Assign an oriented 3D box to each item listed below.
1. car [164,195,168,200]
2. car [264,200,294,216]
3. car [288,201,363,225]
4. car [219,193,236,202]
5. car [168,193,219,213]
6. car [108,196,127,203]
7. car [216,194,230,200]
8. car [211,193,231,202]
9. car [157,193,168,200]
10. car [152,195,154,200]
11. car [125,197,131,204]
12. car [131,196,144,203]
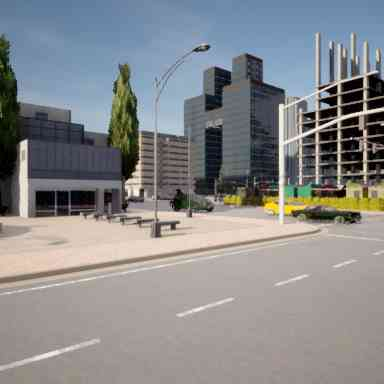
[{"bbox_3d":[-1.103,1.489,43.756,2.128,1.511,4.902,0,0,-38],"label":"car"},{"bbox_3d":[9.056,1.476,30.874,1.882,1.535,5.008,0,0,-39],"label":"car"},{"bbox_3d":[9.751,1.599,24.274,1.895,1.301,4.718,0,0,-38],"label":"car"},{"bbox_3d":[8.003,1.392,67.756,3.806,1.475,1.970,0,0,-40],"label":"car"},{"bbox_3d":[0.046,1.221,36.625,2.150,2.045,5.566,0,0,-38],"label":"car"},{"bbox_3d":[-15.228,1.502,67.713,1.837,1.490,4.892,0,0,-38],"label":"car"},{"bbox_3d":[8.798,1.390,94.140,3.806,1.475,1.970,0,0,-40],"label":"car"},{"bbox_3d":[6.165,1.152,69.992,3.866,1.878,1.905,0,0,-40],"label":"car"},{"bbox_3d":[-6.381,1.152,85.082,3.866,1.878,1.905,0,0,-40],"label":"car"},{"bbox_3d":[-8.185,1.150,87.346,4.605,1.855,1.932,0,0,-40],"label":"car"},{"bbox_3d":[-13.217,1.598,59.322,1.895,1.301,4.718,0,0,-38],"label":"car"},{"bbox_3d":[-11.717,1.488,68.910,2.128,1.511,4.902,0,0,-38],"label":"car"}]
